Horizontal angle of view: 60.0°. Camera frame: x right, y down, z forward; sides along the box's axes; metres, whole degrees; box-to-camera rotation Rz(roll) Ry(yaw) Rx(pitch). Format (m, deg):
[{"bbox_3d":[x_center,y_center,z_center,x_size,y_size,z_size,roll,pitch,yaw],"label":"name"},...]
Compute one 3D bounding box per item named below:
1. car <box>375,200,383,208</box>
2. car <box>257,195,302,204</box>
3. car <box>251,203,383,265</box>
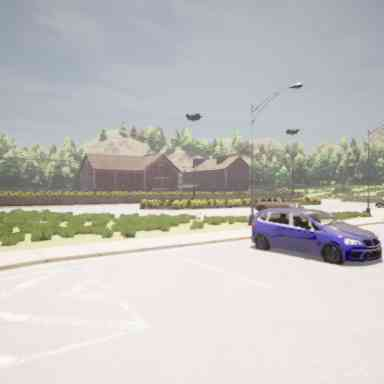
[{"bbox_3d":[26.499,1.402,44.041,1.784,1.438,3.905,0,0,-35],"label":"car"},{"bbox_3d":[8.191,1.238,30.995,1.932,1.855,4.605,0,0,-35],"label":"car"},{"bbox_3d":[4.318,1.451,12.098,2.242,1.667,4.611,0,0,-35],"label":"car"}]
